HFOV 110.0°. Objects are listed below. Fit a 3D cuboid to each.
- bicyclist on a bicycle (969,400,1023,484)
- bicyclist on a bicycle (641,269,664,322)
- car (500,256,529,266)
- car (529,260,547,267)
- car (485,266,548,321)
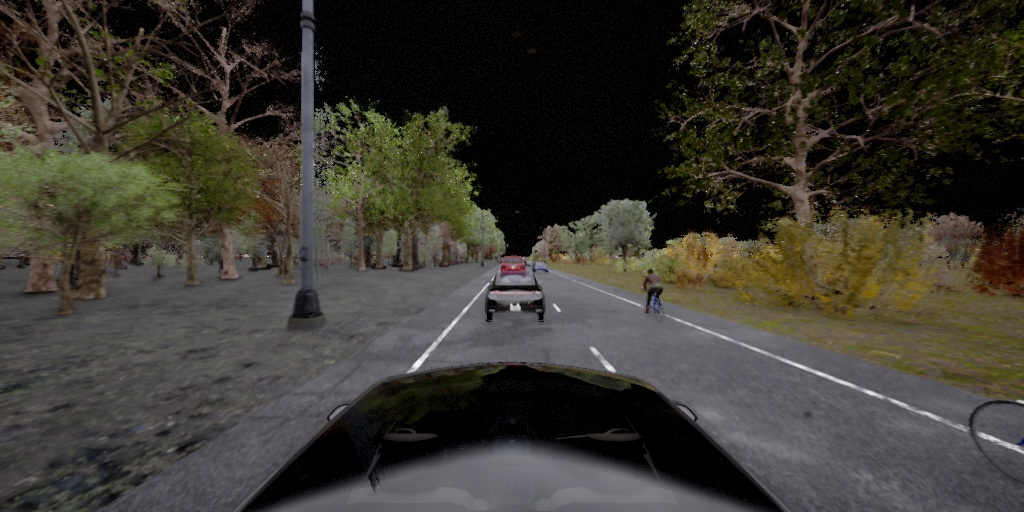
[{"bbox_3d":[4.466,1.123,2.594,0.659,1.776,1.843,0,0,0],"label":"bicyclist on a bicycle"},{"bbox_3d":[4.464,1.228,11.408,0.582,1.620,1.656,0,0,0],"label":"bicyclist on a bicycle"},{"bbox_3d":[0.093,1.049,31.790,2.150,2.045,5.566,0,0,0],"label":"car"},{"bbox_3d":[3.592,1.415,47.017,2.033,1.411,5.357,0,0,0],"label":"car"},{"bbox_3d":[0.096,1.269,12.540,2.128,1.511,4.902,0,0,0],"label":"car"}]
